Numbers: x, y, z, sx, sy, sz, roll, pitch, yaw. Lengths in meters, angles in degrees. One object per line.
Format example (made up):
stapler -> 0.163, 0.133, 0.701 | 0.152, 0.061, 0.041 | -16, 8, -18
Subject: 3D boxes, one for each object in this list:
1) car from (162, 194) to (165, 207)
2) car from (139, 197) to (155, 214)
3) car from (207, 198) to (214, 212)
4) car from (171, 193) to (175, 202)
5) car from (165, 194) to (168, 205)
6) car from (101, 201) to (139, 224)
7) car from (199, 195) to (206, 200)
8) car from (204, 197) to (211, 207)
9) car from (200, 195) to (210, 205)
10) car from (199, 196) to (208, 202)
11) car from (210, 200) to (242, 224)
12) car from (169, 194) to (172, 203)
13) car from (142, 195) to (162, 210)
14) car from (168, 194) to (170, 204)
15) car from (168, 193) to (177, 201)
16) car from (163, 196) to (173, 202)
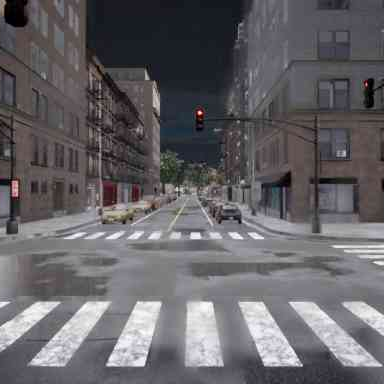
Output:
car -> -5.369, 1.445, 46.635 | 1.967, 1.590, 4.097 | 0, 0, 0
car -> -5.382, 1.528, 35.500 | 1.752, 1.417, 4.829 | 0, 0, 0
car -> 2.662, 1.547, 30.182 | 1.887, 1.381, 4.507 | 0, 0, 0
car -> -5.342, 1.323, 68.563 | 2.192, 1.841, 5.009 | 0, 0, 0
car -> -5.362, 1.445, 52.117 | 1.967, 1.590, 4.097 | 0, 0, 0
car -> -5.396, 1.526, 24.537 | 1.752, 1.417, 4.829 | 0, 0, 0
car -> 2.714, 1.596, 90.484 | 1.802, 1.307, 4.206 | 0, 0, 0
car -> 2.667, 1.553, 35.664 | 2.008, 1.369, 4.403 | 0, 0, 0
car -> 2.681, 1.556, 52.109 | 2.008, 1.369, 4.403 | 0, 0, 0
car -> 2.705, 1.556, 79.520 | 1.887, 1.381, 4.507 | 0, 0, 0
car -> 2.658, 1.552, 24.700 | 2.008, 1.369, 4.403 | 0, 0, 0
car -> -5.349, 1.573, 63.081 | 1.947, 1.339, 4.313 | 0, 0, 0
car -> -5.375, 1.319, 41.153 | 2.192, 1.841, 5.009 | 0, 0, 0
car -> -5.356, 1.557, 57.599 | 2.008, 1.369, 4.403 | 0, 0, 0
car -> -5.315, 1.329, 90.491 | 2.192, 1.841, 5.009 | 0, 0, 0
car -> -5.336, 1.535, 73.875 | 1.752, 1.417, 4.829 | 0, 0, 0
